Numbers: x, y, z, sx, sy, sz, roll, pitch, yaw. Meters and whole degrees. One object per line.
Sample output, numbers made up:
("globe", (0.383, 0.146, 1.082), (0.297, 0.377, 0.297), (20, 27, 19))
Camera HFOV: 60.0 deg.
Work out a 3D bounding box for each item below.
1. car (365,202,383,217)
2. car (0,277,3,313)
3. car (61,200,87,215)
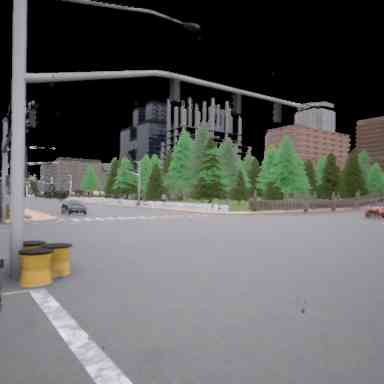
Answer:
("car", (20.627, 1.843, 35.857), (4.553, 1.767, 2.097), (1, -1, -35))
("car", (-5.537, 1.194, 4.112), (5.566, 2.045, 2.150), (1, 0, -35))
("car", (-12.583, 1.643, 35.434), (1.837, 1.490, 4.892), (1, -1, -33))
